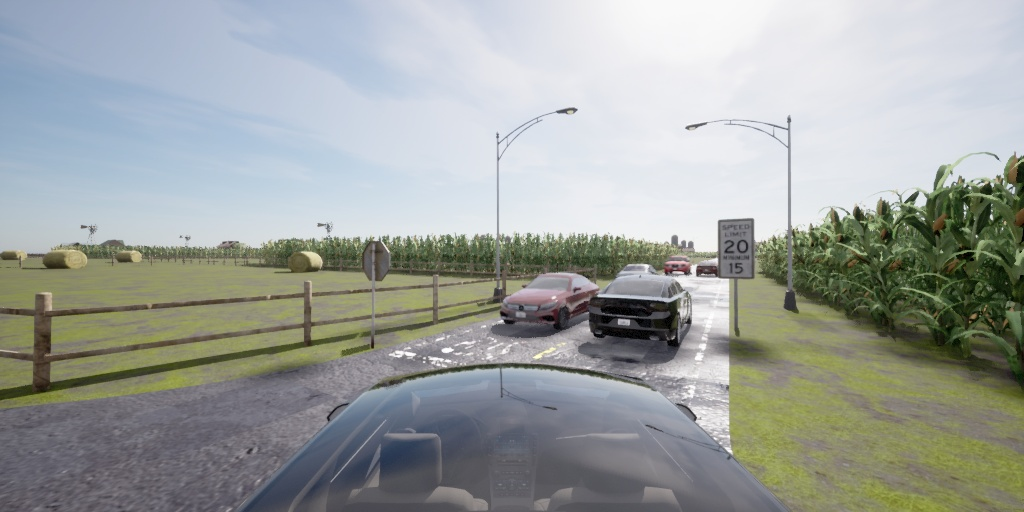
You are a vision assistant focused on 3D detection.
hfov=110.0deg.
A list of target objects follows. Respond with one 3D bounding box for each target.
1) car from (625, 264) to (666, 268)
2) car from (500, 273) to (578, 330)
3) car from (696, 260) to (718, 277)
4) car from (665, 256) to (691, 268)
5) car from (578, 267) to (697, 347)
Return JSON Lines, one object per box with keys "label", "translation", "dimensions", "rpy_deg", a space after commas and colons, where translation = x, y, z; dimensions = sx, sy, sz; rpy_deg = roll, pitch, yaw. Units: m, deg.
{"label": "car", "translation": [7.594, 1.258, 21.666], "dimensions": [2.128, 1.511, 4.902], "rpy_deg": [0, 0, 31]}
{"label": "car", "translation": [1.441, 1.291, 11.507], "dimensions": [1.812, 1.442, 4.674], "rpy_deg": [0, 0, 31]}
{"label": "car", "translation": [19.753, 1.229, 36.133], "dimensions": [1.882, 1.535, 5.008], "rpy_deg": [0, 0, 32]}
{"label": "car", "translation": [17.829, 0.986, 38.443], "dimensions": [2.150, 2.045, 5.566], "rpy_deg": [0, 0, 32]}
{"label": "car", "translation": [3.618, 1.231, 9.601], "dimensions": [1.882, 1.535, 5.008], "rpy_deg": [0, 0, 31]}
